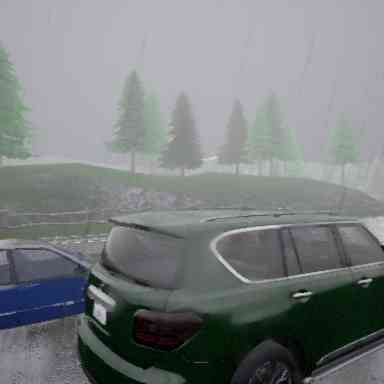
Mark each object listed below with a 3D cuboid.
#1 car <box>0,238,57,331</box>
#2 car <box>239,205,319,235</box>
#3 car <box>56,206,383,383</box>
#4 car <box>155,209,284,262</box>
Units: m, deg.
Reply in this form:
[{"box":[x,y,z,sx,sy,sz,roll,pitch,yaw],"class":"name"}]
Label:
[{"box":[-3.096,1.558,5.828,5.357,1.411,2.033,1,0,-35],"class":"car"},{"box":[5.395,1.624,20.393,4.902,1.511,2.128,0,0,-35],"class":"car"},{"box":[1.321,1.251,4.663,5.566,2.045,2.150,1,0,-35],"class":"car"},{"box":[1.220,1.550,13.159,5.008,1.535,1.882,0,0,-35],"class":"car"}]
